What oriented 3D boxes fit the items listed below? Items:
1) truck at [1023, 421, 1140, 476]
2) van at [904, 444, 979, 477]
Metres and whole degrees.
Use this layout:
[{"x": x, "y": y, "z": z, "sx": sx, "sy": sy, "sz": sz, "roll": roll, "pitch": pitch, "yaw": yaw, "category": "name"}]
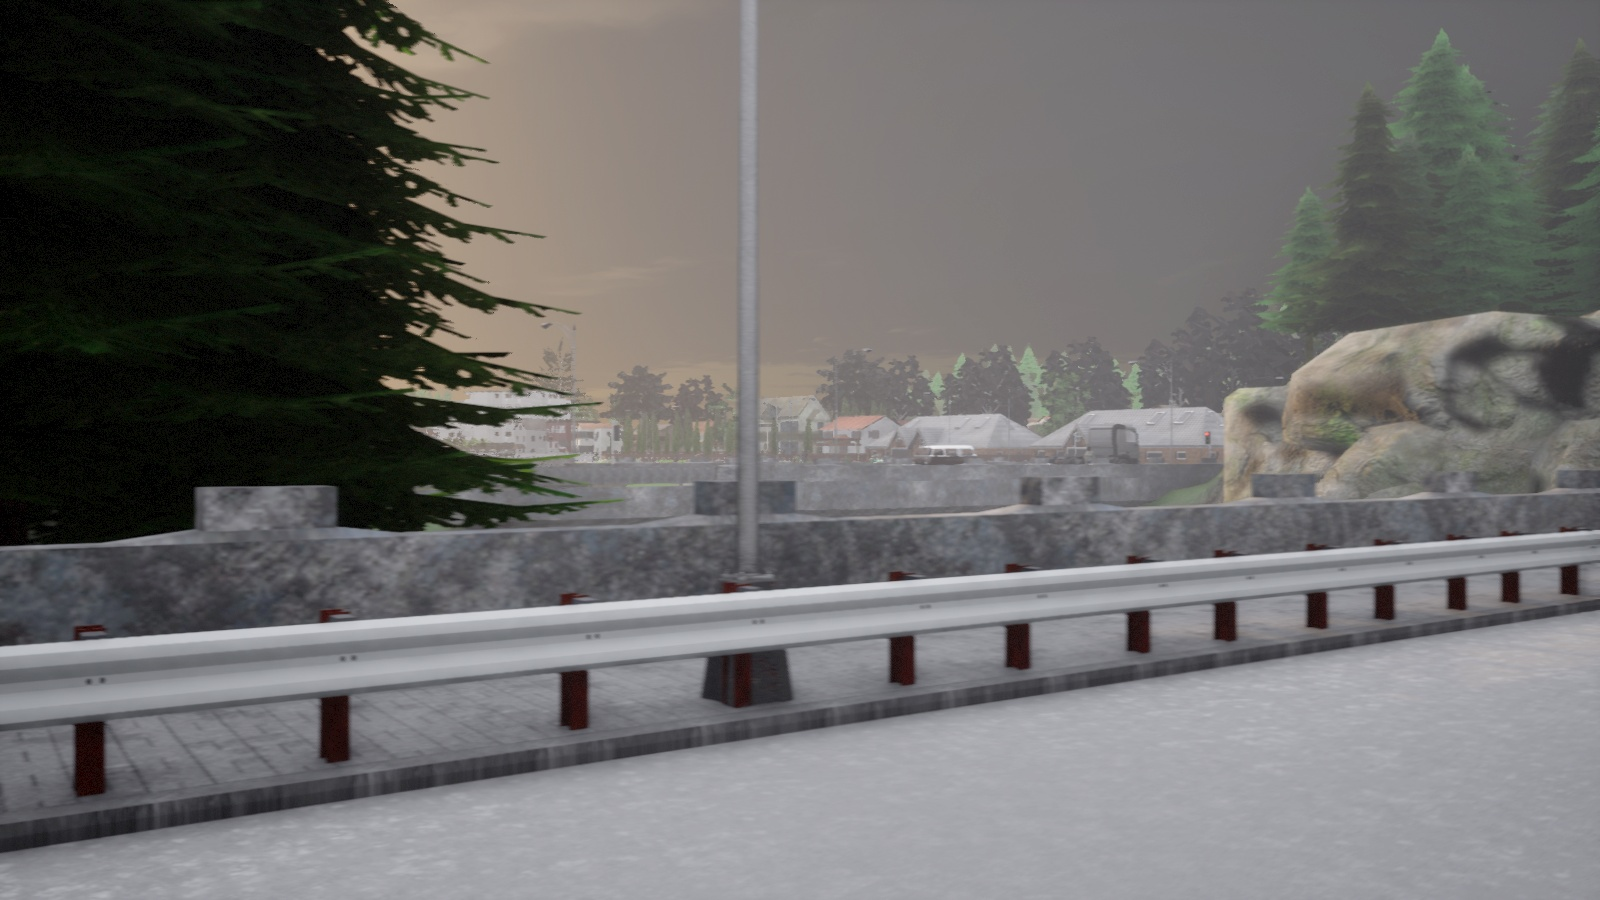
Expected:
[{"x": 18.494, "y": -0.070, "z": 82.325, "sx": 7.936, "sy": 3.462, "sz": 2.891, "roll": 0, "pitch": 0, "yaw": -35, "category": "truck"}, {"x": 9.100, "y": 0.650, "z": 80.665, "sx": 4.480, "sy": 2.038, "sz": 2.069, "roll": 0, "pitch": 0, "yaw": -35, "category": "van"}]
